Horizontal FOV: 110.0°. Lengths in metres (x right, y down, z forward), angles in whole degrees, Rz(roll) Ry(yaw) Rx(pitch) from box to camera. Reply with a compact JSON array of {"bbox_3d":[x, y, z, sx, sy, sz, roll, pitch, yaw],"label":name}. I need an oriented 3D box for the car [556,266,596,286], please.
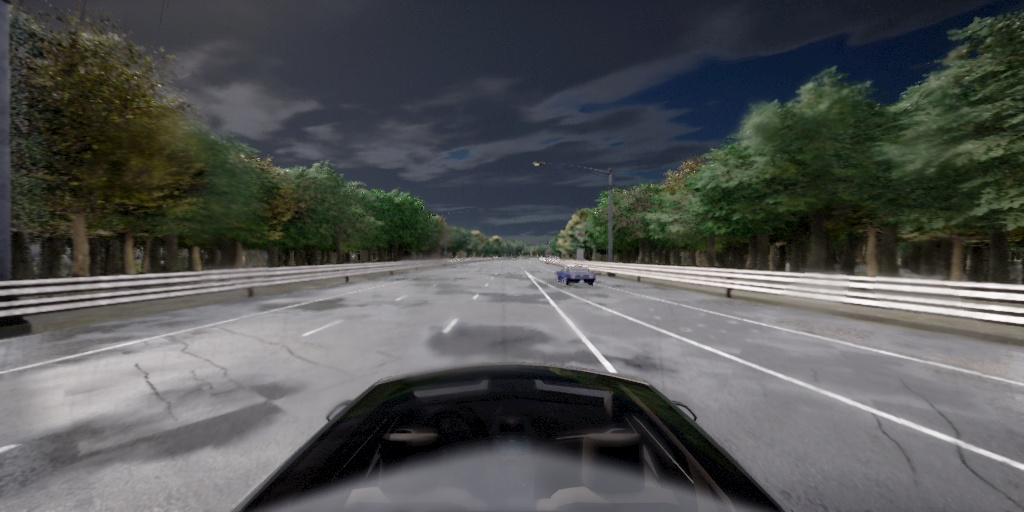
[{"bbox_3d":[4.355,1.361,25.281,1.895,1.301,4.718,0,0,-4],"label":"car"}]
